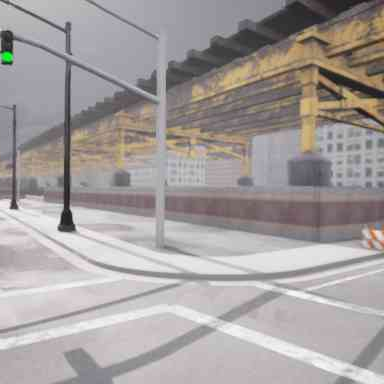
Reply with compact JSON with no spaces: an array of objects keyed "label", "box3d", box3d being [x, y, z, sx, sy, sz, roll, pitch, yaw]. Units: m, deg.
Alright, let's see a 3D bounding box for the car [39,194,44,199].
[{"label":"car","box3d":[-29.063,0.796,67.125,2.038,1.542,4.974,1,0,9]}]
